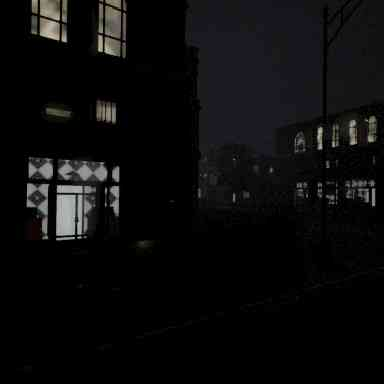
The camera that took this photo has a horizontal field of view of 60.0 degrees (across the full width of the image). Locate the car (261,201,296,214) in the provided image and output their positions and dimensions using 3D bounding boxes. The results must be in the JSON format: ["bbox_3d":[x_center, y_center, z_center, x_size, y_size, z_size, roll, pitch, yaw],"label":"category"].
[{"bbox_3d":[9.407,1.622,36.615,2.008,1.369,4.403,1,-1,-27],"label":"car"}]

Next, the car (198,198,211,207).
[{"bbox_3d":[1.337,1.619,52.096,1.887,1.381,4.507,1,-1,-27],"label":"car"}]
